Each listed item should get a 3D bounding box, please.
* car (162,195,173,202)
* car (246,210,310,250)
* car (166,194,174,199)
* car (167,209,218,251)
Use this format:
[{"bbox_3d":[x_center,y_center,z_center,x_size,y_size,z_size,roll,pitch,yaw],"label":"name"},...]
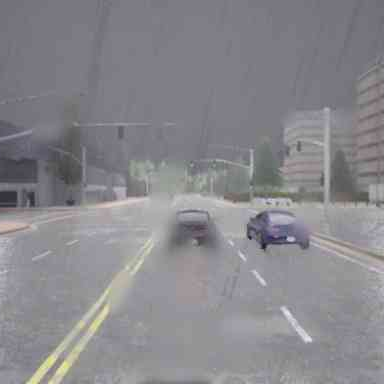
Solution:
[{"bbox_3d":[-5.144,1.414,69.324,1.812,1.442,4.674,0,0,-1],"label":"car"},{"bbox_3d":[3.519,1.503,14.141,1.812,1.442,4.674,0,0,0],"label":"car"},{"bbox_3d":[-5.575,1.158,85.797,1.895,1.301,4.718,0,0,-1],"label":"car"},{"bbox_3d":[0.017,1.483,13.886,1.837,1.490,4.892,0,0,0],"label":"car"}]
